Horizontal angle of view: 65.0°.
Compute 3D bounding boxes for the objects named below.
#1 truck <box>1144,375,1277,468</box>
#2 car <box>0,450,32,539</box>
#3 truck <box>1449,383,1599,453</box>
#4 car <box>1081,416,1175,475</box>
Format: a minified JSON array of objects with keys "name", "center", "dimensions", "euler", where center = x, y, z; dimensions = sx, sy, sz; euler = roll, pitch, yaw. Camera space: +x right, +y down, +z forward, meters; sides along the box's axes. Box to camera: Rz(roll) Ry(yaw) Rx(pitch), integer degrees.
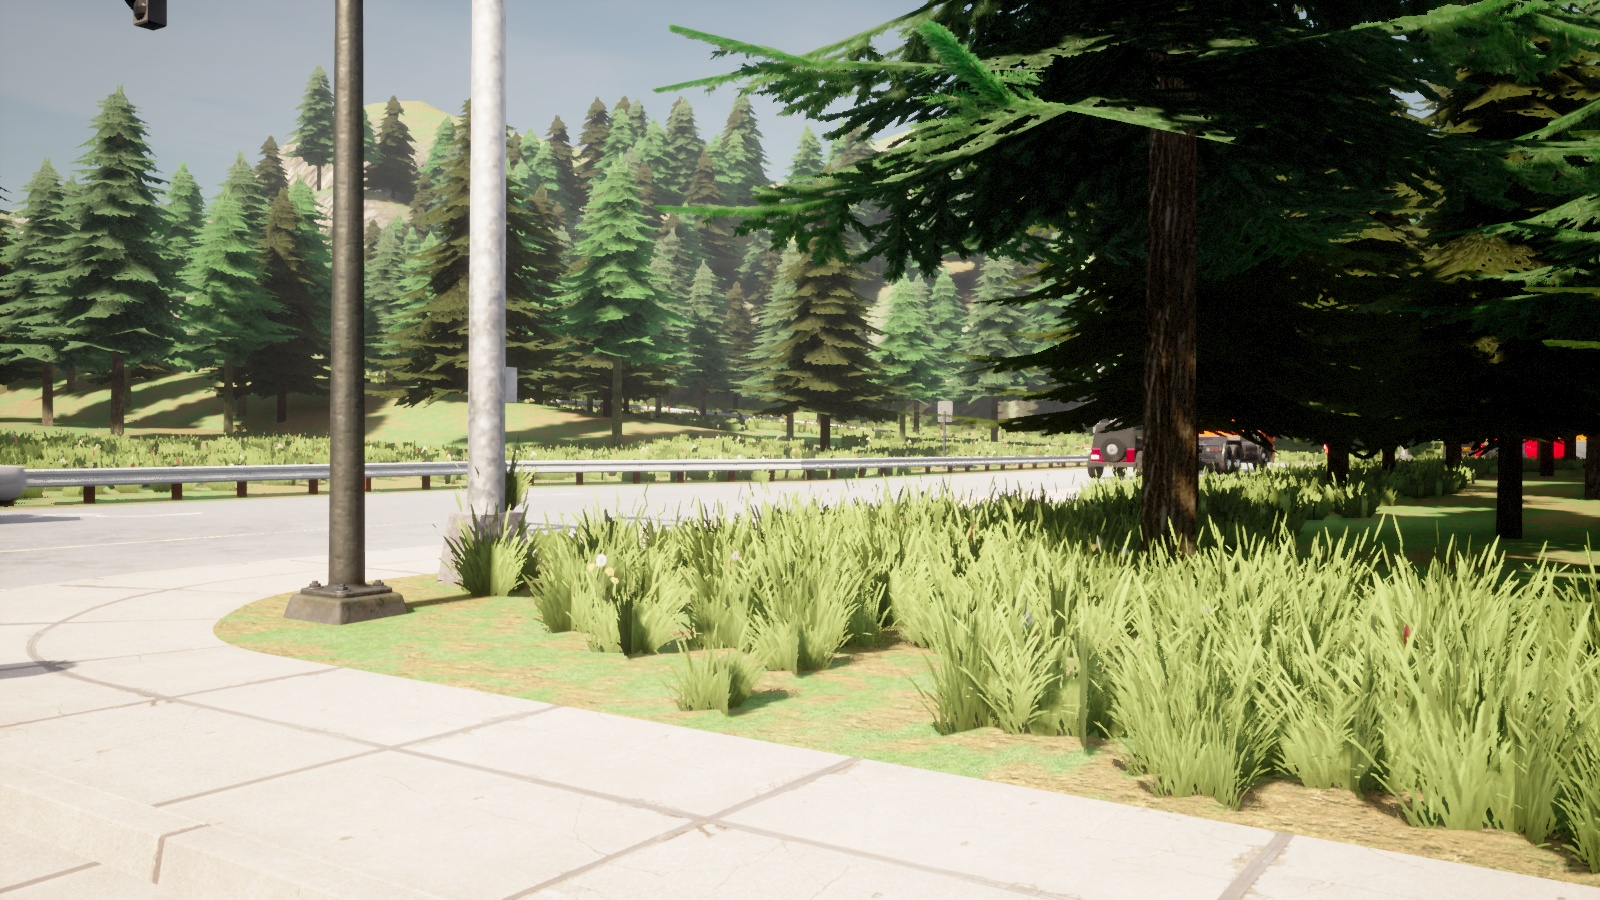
[{"name":"truck","center":[16.632,-1.117,50.478],"dimensions":[2.891,3.462,7.936],"euler":[0,1,35]},{"name":"car","center":[-13.568,0.692,17.303],"dimensions":[1.895,1.301,4.718],"euler":[0,1,32]},{"name":"truck","center":[42.036,-1.817,71.541],"dimensions":[8.468,3.827,2.891],"euler":[0,1,6]},{"name":"car","center":[11.144,-0.181,42.538],"dimensions":[1.905,1.878,3.866],"euler":[0,1,34]}]
